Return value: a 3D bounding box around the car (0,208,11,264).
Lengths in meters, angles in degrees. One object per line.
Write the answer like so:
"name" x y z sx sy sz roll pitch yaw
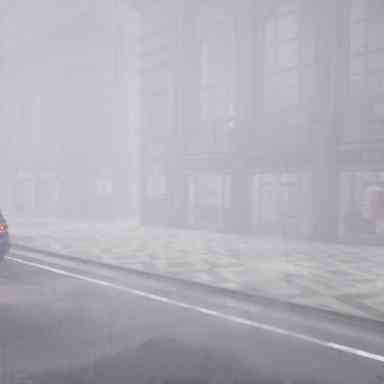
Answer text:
"car" -7.733 1.162 10.251 5.566 2.045 2.150 0 0 37
